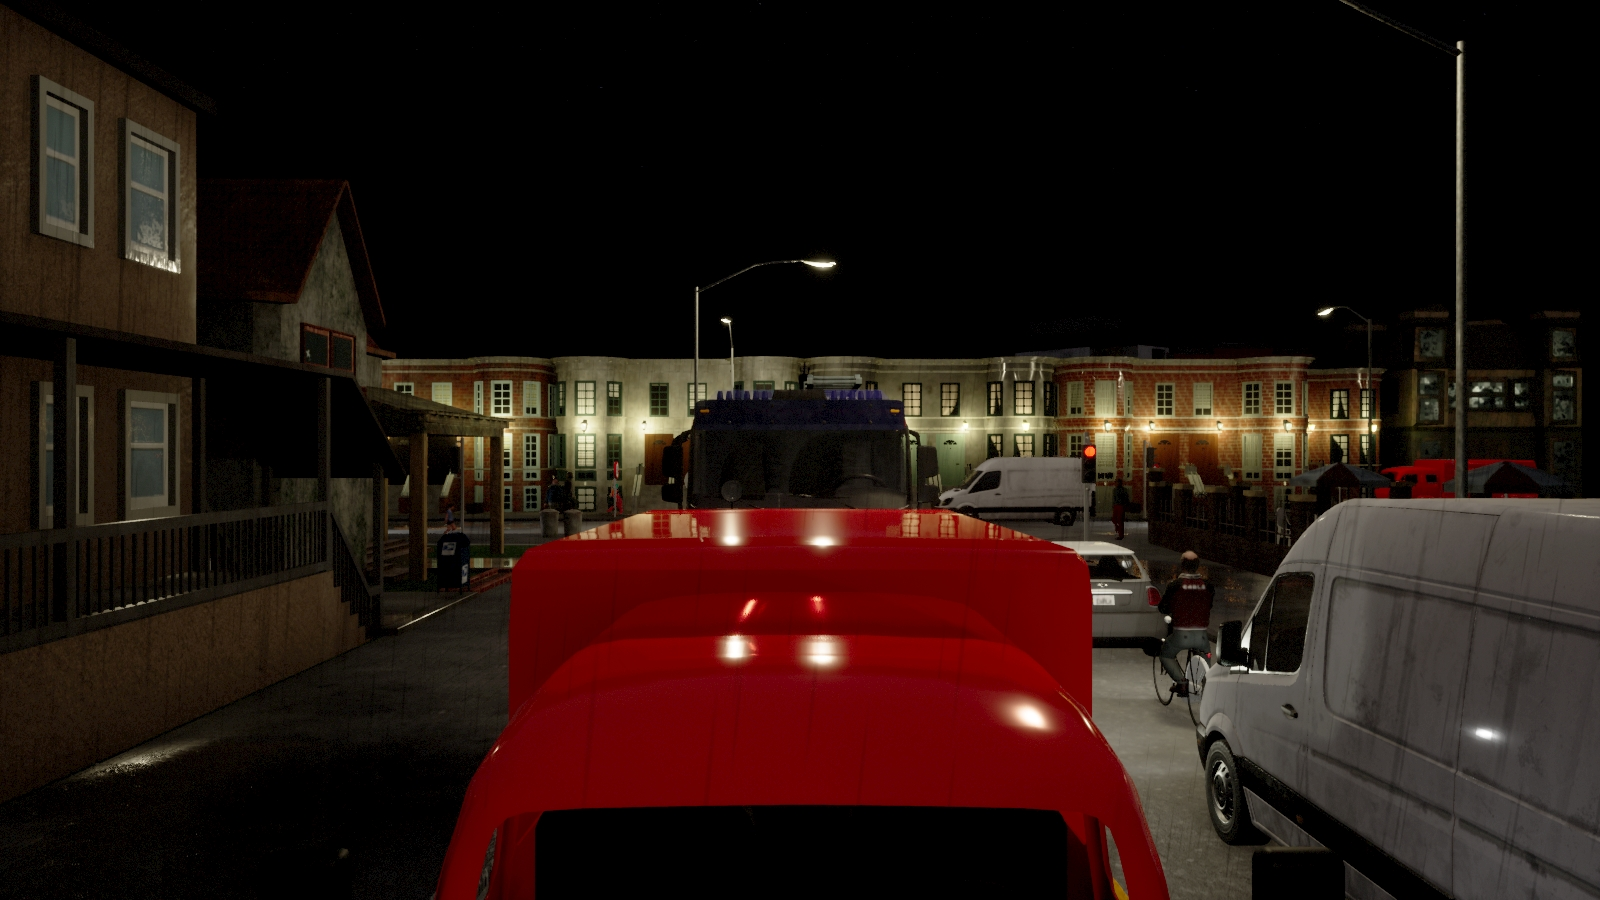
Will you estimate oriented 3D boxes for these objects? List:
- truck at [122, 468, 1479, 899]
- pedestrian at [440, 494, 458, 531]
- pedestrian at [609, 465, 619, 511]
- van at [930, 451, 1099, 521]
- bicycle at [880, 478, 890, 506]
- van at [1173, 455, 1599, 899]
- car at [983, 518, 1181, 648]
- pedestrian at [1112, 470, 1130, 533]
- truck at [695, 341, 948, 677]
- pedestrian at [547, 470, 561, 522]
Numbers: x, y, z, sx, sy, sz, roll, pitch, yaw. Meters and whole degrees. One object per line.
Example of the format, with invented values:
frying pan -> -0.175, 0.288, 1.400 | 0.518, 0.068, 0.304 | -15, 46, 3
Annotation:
truck -> -0.002, 1.351, 4.813 | 2.627, 2.467, 5.204 | 0, 0, 0
pedestrian -> -10.773, 1.920, 35.069 | 0.500, 1.100, 0.500 | 0, 0, -19
pedestrian -> -7.634, 1.545, 46.920 | 0.375, 1.860, 0.375 | 0, 0, 0
van -> 7.988, 1.333, 42.841 | 5.915, 2.561, 1.988 | 0, 0, -4
bicycle -> 4.005, 1.963, 53.762 | 0.329, 1.271, 1.835 | 0, 0, 0
van -> 4.008, 1.318, 6.281 | 1.988, 2.561, 5.915 | 0, 0, 0
car -> 3.996, 1.852, 16.834 | 1.970, 1.475, 3.806 | 0, 0, 0
pedestrian -> 9.552, 1.531, 33.974 | 0.375, 1.860, 0.375 | 0, 0, -33
truck -> 0.275, 0.678, 17.256 | 2.891, 3.827, 8.468 | 0, 0, 0
pedestrian -> -8.902, 1.646, 41.316 | 0.375, 1.860, 0.375 | 0, 0, 10
